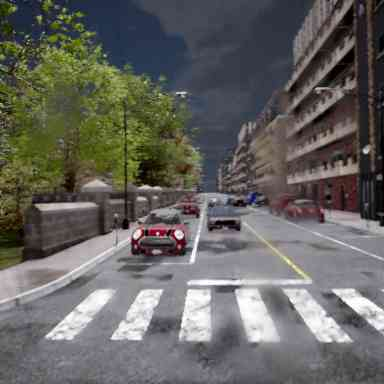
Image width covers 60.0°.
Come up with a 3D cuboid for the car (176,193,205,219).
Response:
[{"bbox_3d":[-0.252,1.293,29.462,2.192,1.841,5.009,0,0,3],"label":"car"}]

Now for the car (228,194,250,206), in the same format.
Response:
[{"bbox_3d":[6.180,1.384,43.948,1.812,1.442,4.674,-1,0,3],"label":"car"}]

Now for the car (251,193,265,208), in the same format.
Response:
[{"bbox_3d":[9.246,1.306,43.266,1.837,1.490,4.892,-1,0,3],"label":"car"}]

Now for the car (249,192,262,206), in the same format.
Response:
[{"bbox_3d":[9.542,1.016,50.292,2.150,2.045,5.566,-1,0,3],"label":"car"}]

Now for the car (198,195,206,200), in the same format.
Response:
[{"bbox_3d":[2.684,1.476,90.149,1.947,1.339,4.313,0,0,3],"label":"car"}]

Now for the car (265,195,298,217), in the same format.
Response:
[{"bbox_3d":[8.116,1.141,29.057,2.192,1.841,5.009,0,0,3],"label":"car"}]

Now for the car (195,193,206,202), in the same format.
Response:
[{"bbox_3d":[1.884,1.244,73.598,2.192,1.841,5.009,0,0,3],"label":"car"}]

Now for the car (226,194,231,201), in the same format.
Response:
[{"bbox_3d":[6.580,1.326,53.249,1.882,1.535,5.008,-1,0,3],"label":"car"}]

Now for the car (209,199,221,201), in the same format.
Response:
[{"bbox_3d":[3.079,1.515,43.794,1.895,1.301,4.718,-1,0,3],"label":"car"}]

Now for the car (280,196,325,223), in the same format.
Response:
[{"bbox_3d":[7.850,1.273,23.540,1.967,1.590,4.097,0,0,3],"label":"car"}]

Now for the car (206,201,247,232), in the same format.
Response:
[{"bbox_3d":[1.866,1.489,19.923,2.033,1.411,5.357,-1,0,3],"label":"car"}]

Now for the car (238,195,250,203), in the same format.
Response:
[{"bbox_3d":[9.726,1.314,62.329,1.752,1.417,4.829,0,0,3],"label":"car"}]

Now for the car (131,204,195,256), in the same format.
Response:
[{"bbox_3d":[-1.053,1.437,12.912,1.967,1.590,4.097,0,0,3],"label":"car"}]

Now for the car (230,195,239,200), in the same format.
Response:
[{"bbox_3d":[10.786,1.330,84.226,1.947,1.339,4.313,0,0,3],"label":"car"}]

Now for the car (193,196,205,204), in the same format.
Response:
[{"bbox_3d":[1.349,1.492,62.564,2.008,1.369,4.403,0,0,3],"label":"car"}]
